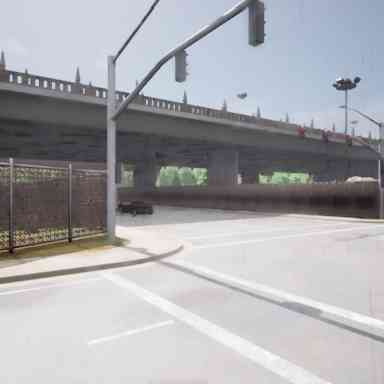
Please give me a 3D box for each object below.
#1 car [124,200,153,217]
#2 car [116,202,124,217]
[{"bbox_3d":[-5.604,1.532,32.908,1.882,1.535,5.008,0,0,-36],"label":"car"},{"bbox_3d":[-8.451,1.532,30.873,1.882,1.535,5.008,0,0,-36],"label":"car"}]
